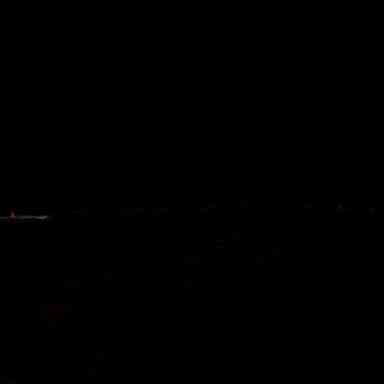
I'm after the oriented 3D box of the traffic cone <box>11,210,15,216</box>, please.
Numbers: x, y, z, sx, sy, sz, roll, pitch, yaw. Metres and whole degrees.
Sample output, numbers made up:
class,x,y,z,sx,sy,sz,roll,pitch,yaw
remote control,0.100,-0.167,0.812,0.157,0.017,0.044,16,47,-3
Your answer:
class,x,y,z,sx,sy,sz,roll,pitch,yaw
traffic cone,-18.178,2.110,33.653,0.340,0.580,0.340,0,0,14

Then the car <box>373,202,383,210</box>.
class,x,y,z,sx,sy,sz,roll,pitch,yaw
car,30.820,1.959,51.512,4.902,1.511,2.128,0,0,14

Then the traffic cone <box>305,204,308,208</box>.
class,x,y,z,sx,sy,sz,roll,pitch,yaw
traffic cone,19.616,2.369,56.950,0.340,0.580,0.340,0,0,13

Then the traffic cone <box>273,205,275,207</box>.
class,x,y,z,sx,sy,sz,roll,pitch,yaw
traffic cone,14.208,2.341,57.693,0.340,0.580,0.340,0,0,3

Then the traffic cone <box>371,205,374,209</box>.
class,x,y,z,sx,sy,sz,roll,pitch,yaw
traffic cone,29.346,2.416,54.042,0.340,0.580,0.340,0,0,16

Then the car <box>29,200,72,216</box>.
class,x,y,z,sx,sy,sz,roll,pitch,yaw
car,-15.069,1.642,35.665,1.882,1.535,5.008,0,0,21
